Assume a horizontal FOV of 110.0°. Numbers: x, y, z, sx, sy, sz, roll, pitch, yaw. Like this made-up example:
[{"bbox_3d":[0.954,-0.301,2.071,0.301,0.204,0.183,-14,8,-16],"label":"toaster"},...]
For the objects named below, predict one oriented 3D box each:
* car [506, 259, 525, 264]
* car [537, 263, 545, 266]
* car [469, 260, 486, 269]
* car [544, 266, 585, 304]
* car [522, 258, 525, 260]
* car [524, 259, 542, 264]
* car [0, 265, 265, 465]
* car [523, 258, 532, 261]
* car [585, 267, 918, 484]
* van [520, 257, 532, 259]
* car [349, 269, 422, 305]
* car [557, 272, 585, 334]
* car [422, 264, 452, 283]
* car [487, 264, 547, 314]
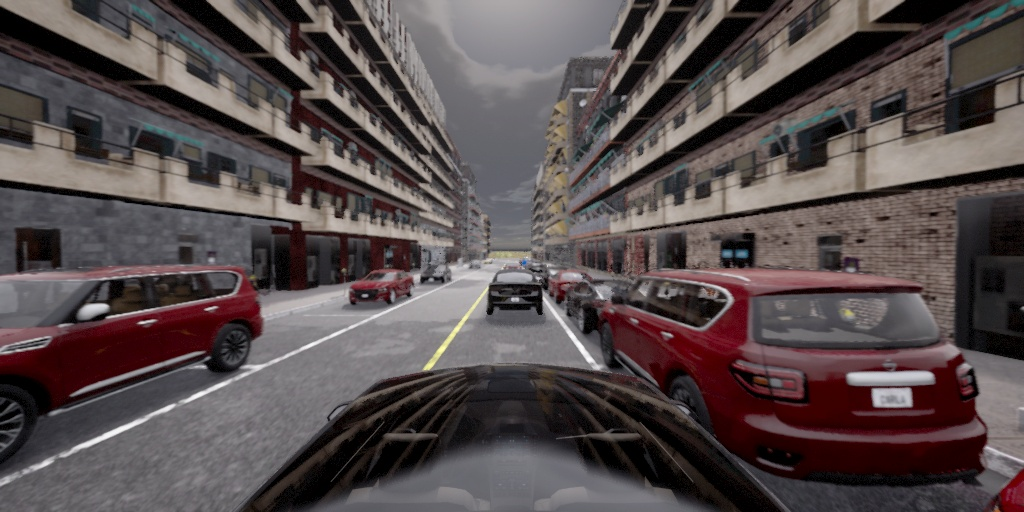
[{"bbox_3d":[0.098,1.340,39.467,1.895,1.301,4.718,0,0,0],"label":"car"},{"bbox_3d":[2.660,1.313,21.869,1.948,1.339,4.313,0,0,0],"label":"car"},{"bbox_3d":[-5.695,1.279,55.801,2.007,1.370,4.403,0,0,0],"label":"car"},{"bbox_3d":[2.655,1.294,16.205,1.888,1.381,4.507,0,0,0],"label":"car"},{"bbox_3d":[2.686,1.315,50.192,1.802,1.307,4.207,0,0,0],"label":"car"},{"bbox_3d":[2.689,1.306,38.862,1.948,1.339,4.313,0,0,0],"label":"car"},{"bbox_3d":[-5.692,1.065,4.815,2.192,1.841,5.009,0,0,0],"label":"car"},{"bbox_3d":[2.687,1.287,44.528,2.007,1.370,4.403,0,0,0],"label":"car"},{"bbox_3d":[2.656,1.065,4.876,2.192,1.841,5.009,0,0,0],"label":"car"},{"bbox_3d":[2.686,1.063,61.522,1.690,1.789,3.998,0,0,0],"label":"van"},{"bbox_3d":[-5.693,1.294,16.145,1.888,1.381,4.507,0,0,0],"label":"car"},{"bbox_3d":[2.656,1.316,10.540,1.948,1.339,4.313,0,0,0],"label":"car"},{"bbox_3d":[-5.693,1.310,27.476,1.948,1.339,4.313,0,0,0],"label":"car"},{"bbox_3d":[0.099,1.227,13.824,1.882,1.535,5.008,0,0,0],"label":"car"}]
